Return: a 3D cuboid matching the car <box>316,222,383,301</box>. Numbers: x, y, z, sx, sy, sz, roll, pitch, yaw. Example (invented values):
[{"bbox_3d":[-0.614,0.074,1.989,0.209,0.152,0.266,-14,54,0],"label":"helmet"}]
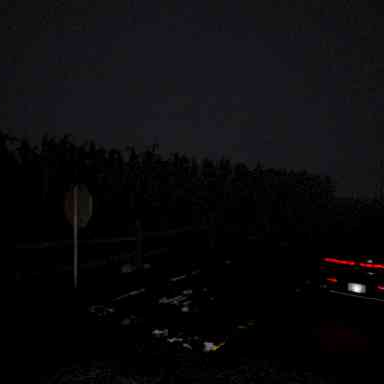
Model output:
[{"bbox_3d":[4.445,1.491,7.970,1.837,1.490,4.892,1,0,37],"label":"car"}]
